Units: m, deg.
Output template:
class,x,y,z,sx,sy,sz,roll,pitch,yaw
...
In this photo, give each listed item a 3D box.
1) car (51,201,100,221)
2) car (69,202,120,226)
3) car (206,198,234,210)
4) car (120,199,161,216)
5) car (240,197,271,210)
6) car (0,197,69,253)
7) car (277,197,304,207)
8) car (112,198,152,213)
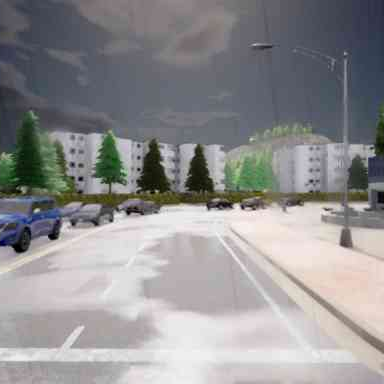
class,x,y,z,sx,sy,sz,roll,pitch,yaw
car,-9.801,1.565,28.394,1.812,1.442,4.674,0,0,11
car,-6.931,1.556,23.682,1.812,1.442,4.674,0,0,6
car,3.648,1.498,42.602,1.882,1.535,5.008,0,0,33
car,-4.892,1.633,33.448,1.895,1.301,4.718,0,0,20
car,7.855,1.516,42.481,1.837,1.490,4.892,0,0,36
car,-7.365,1.246,14.180,2.150,2.045,5.566,0,0,-2
car,14.820,1.493,49.940,4.902,1.511,2.128,0,0,-36
car,-6.797,1.531,38.186,2.128,1.511,4.902,0,0,23
